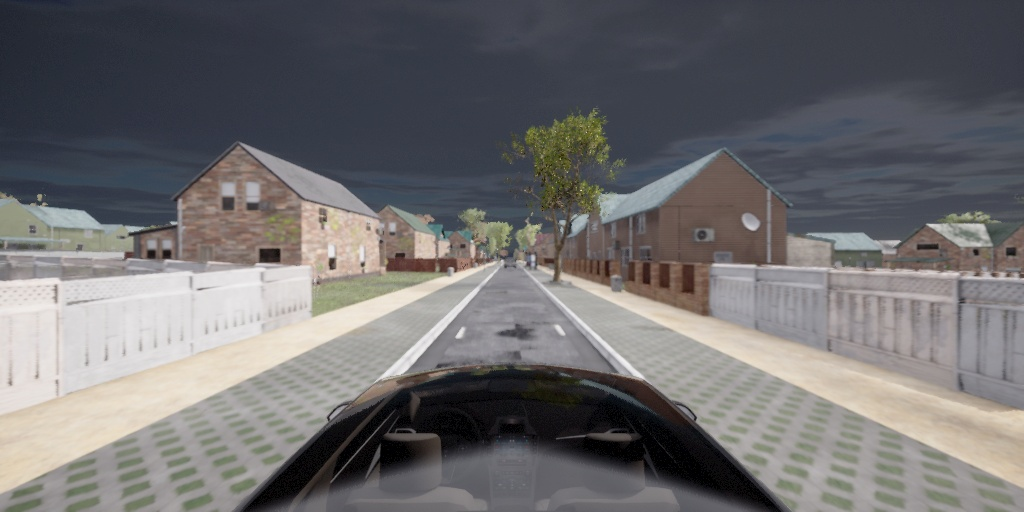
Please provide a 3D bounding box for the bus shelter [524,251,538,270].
[{"bbox_3d":[2.796,0.661,50.556,1.920,2.740,3.880,0,0,0],"label":"bus shelter"}]

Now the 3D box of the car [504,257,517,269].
[{"bbox_3d":[-0.255,1.312,59.026,2.128,1.511,4.902,0,0,0],"label":"car"}]
